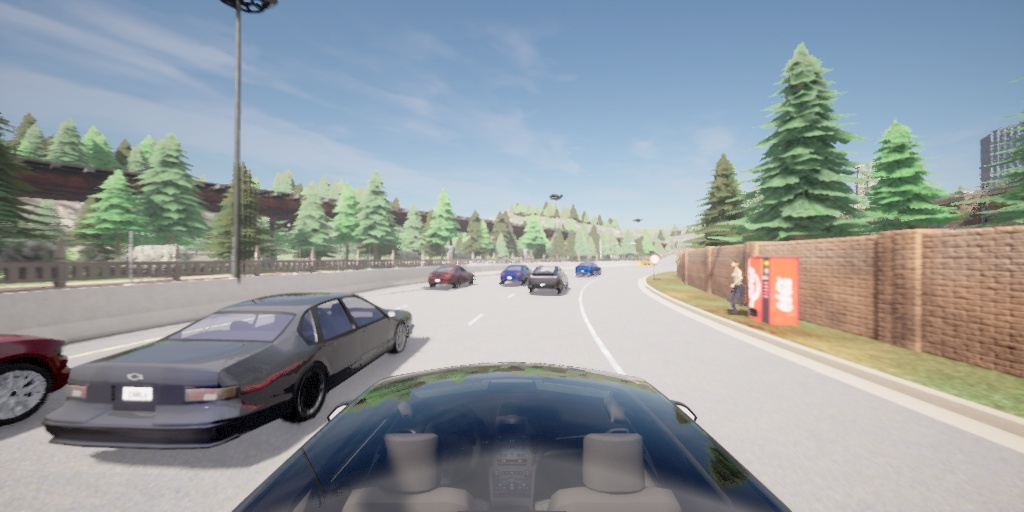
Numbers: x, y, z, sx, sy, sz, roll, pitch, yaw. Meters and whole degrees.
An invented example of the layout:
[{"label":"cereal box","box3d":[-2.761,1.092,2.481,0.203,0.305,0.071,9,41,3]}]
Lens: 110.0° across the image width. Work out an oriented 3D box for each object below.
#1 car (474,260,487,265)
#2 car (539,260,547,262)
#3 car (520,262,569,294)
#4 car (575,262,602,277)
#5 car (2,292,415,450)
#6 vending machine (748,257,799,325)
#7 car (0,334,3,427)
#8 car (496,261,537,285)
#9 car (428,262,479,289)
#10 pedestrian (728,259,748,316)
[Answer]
[{"label":"car","box3d":[-5.638,1.413,56.844,1.812,1.442,4.674,0,0,31]},{"label":"car","box3d":[4.846,1.477,60.173,1.812,1.442,4.674,0,0,35]},{"label":"car","box3d":[2.223,1.317,21.119,2.128,1.511,4.902,0,0,15]},{"label":"car","box3d":[8.326,1.391,38.702,1.882,1.535,5.008,0,0,27]},{"label":"car","box3d":[-3.240,1.293,5.734,2.033,1.411,5.357,0,0,3]},{"label":"vending machine","box3d":[7.599,1.011,10.486,1.100,2.100,0.880,0,0,7]},{"label":"car","box3d":[-6.777,1.196,2.609,1.882,1.535,5.008,0,0,1]},{"label":"car","box3d":[0.468,1.354,26.930,1.812,1.442,4.674,0,0,16]},{"label":"car","box3d":[-3.973,1.322,23.907,1.812,1.442,4.674,0,0,13]},{"label":"pedestrian","box3d":[7.066,0.956,11.301,0.375,1.860,0.375,0,0,7]}]
